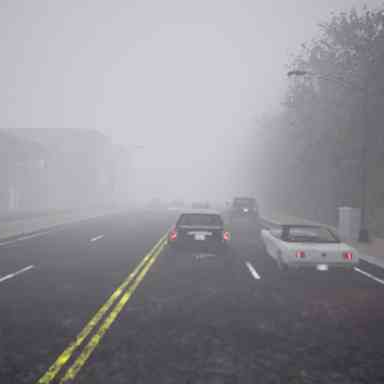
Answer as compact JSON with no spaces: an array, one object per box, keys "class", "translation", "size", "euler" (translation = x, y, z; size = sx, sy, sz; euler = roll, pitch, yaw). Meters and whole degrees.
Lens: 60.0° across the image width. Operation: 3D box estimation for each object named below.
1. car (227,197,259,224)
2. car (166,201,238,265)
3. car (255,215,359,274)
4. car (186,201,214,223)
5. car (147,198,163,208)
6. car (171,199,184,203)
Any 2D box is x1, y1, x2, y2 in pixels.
[{"class":"car","translation":[3.915,1.378,26.376],"size":[2.150,2.045,5.566],"euler":[1,0,2]},{"class":"car","translation":[0.304,1.395,12.147],"size":[2.097,1.767,4.553],"euler":[1,0,2]},{"class":"car","translation":[3.515,1.699,10.963],"size":[1.895,1.301,4.718],"euler":[1,0,2]},{"class":"car","translation":[0.689,1.592,27.464],"size":[2.128,1.511,4.902],"euler":[1,0,2]},{"class":"car","translation":[-5.414,1.607,49.271],"size":[2.033,1.411,5.357],"euler":[1,0,2]},{"class":"car","translation":[-2.126,1.686,50.431],"size":[1.994,1.385,4.181],"euler":[1,0,2]}]
